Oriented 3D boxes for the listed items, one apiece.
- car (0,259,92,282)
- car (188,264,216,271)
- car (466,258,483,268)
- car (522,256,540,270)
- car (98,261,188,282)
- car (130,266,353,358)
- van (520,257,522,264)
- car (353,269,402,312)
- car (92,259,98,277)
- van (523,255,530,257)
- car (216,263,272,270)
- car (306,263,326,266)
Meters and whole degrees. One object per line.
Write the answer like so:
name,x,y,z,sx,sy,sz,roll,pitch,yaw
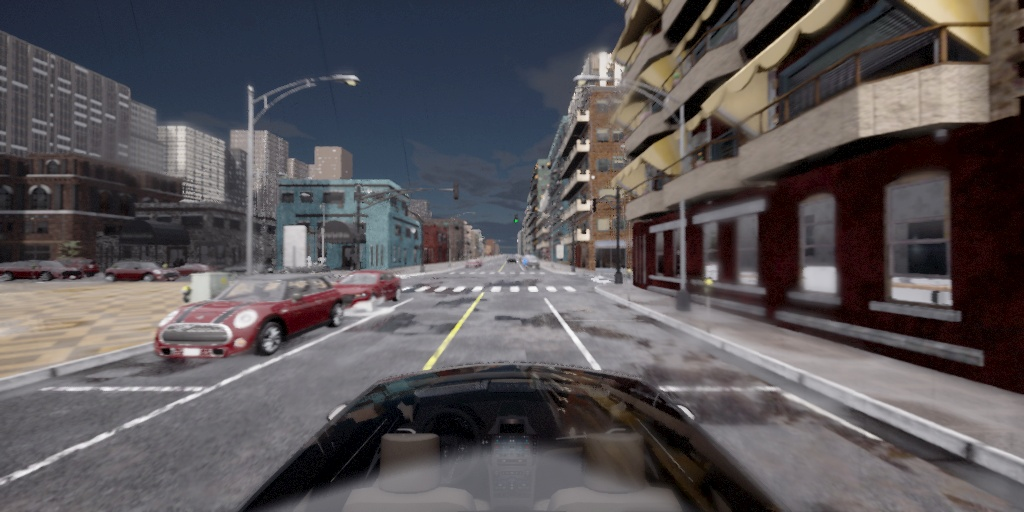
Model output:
car,-37.227,1.119,28.621,4.553,1.767,2.097,0,-1,1
car,-30.678,1.377,34.421,4.207,1.307,1.802,0,0,1
car,-5.693,1.079,52.029,1.802,1.307,4.207,0,0,0
car,2.688,1.078,46.486,2.007,1.370,4.403,0,0,0
car,-26.375,1.130,25.723,4.097,1.591,1.967,0,0,1
car,-5.657,1.160,8.319,1.967,1.591,4.097,0,0,0
van,2.687,0.775,63.228,1.690,1.789,3.998,0,0,0
car,-5.657,1.240,13.965,1.888,1.381,4.507,0,0,0
car,-42.911,1.167,34.543,5.009,1.841,2.192,0,0,1
van,2.687,0.837,52.065,1.690,1.789,3.998,0,0,0
car,-25.198,1.335,34.346,4.313,1.339,1.948,0,0,1
car,-19.717,1.295,34.271,4.403,1.370,2.007,0,0,1
